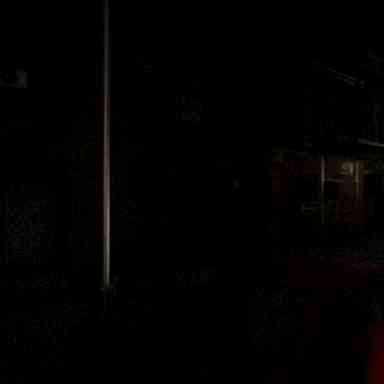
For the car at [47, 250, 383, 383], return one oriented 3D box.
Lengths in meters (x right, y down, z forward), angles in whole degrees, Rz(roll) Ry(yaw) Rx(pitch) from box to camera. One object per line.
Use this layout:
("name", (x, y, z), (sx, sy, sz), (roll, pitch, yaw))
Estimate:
("car", (1.086, 1.497, 3.645), (5.008, 1.535, 1.882), (0, 0, -36))
